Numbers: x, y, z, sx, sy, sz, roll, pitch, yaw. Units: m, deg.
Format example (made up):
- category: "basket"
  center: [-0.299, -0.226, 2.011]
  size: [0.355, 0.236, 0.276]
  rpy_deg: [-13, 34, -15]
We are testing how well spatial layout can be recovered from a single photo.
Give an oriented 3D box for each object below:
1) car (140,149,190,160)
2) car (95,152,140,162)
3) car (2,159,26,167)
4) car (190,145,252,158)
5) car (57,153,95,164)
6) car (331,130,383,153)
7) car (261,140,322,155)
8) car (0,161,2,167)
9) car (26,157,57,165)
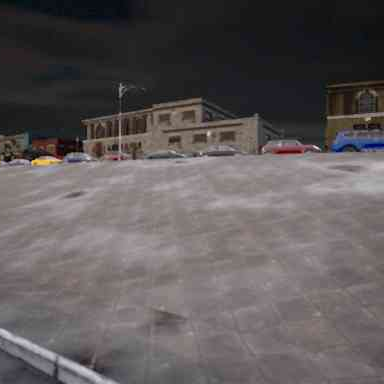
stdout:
- category: "car"
  center: [-2.133, -3.230, 30.865]
  size: [4.674, 1.452, 2.002]
  rpy_deg: [1, 0, 28]
- category: "car"
  center: [-6.998, -3.289, 33.473]
  size: [4.792, 1.488, 2.163]
  rpy_deg: [1, 0, 29]
- category: "car"
  center: [-21.458, -3.427, 42.019]
  size: [4.674, 1.452, 2.002]
  rpy_deg: [1, 0, 33]
- category: "car"
  center: [2.699, -3.220, 28.406]
  size: [4.892, 1.521, 2.231]
  rpy_deg: [1, 0, 27]
- category: "car"
  center: [-11.992, -3.495, 36.274]
  size: [4.553, 1.767, 2.185]
  rpy_deg: [1, 0, 31]
- category: "car"
  center: [12.880, -3.311, 23.625]
  size: [5.566, 2.045, 2.435]
  rpy_deg: [1, 1, 25]
- category: "car"
  center: [7.779, -3.277, 25.964]
  size: [4.553, 1.767, 2.185]
  rpy_deg: [1, 0, 26]
- category: "car"
  center: [-26.106, -3.510, 45.049]
  size: [4.892, 1.521, 2.231]
  rpy_deg: [0, 0, 34]
- category: "car"
  center: [-16.746, -3.418, 39.090]
  size: [5.008, 1.535, 2.097]
  rpy_deg: [1, 0, 32]
